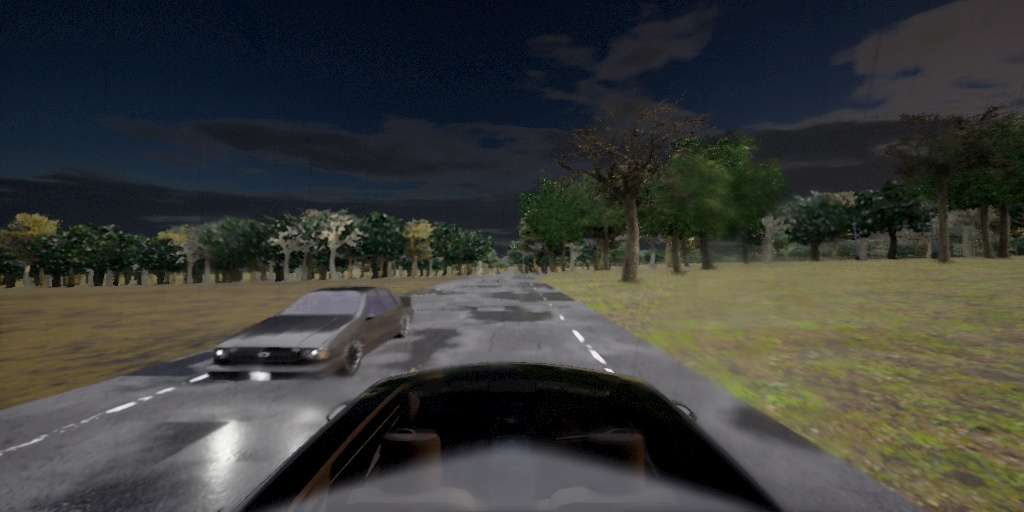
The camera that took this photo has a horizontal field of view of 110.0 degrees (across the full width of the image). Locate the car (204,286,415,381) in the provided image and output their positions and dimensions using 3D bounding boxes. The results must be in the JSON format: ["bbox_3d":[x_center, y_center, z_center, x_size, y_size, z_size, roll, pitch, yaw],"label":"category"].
[{"bbox_3d":[-3.601,1.379,7.795,2.033,1.411,5.357,0,-1,0],"label":"car"}]
